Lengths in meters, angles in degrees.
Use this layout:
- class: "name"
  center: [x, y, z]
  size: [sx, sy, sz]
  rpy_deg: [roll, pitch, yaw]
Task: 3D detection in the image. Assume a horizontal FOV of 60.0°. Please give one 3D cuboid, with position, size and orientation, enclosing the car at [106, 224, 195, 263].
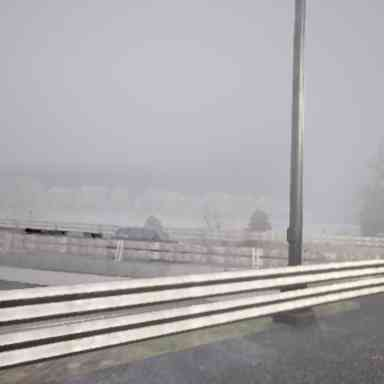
- class: "car"
  center: [-2.131, 2.636, 17.584]
  size: [4.553, 1.767, 2.097]
  rpy_deg: [1, -4, 12]
